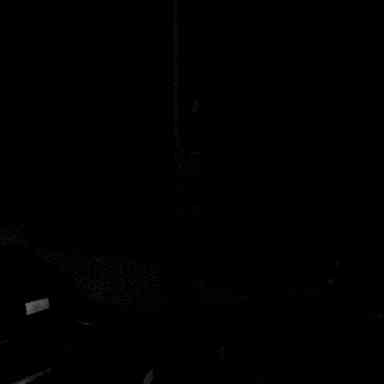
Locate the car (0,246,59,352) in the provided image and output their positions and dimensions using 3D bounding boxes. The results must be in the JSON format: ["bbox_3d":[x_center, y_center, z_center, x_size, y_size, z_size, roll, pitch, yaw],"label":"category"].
[{"bbox_3d":[-3.816,1.631,5.802,4.313,1.339,1.947,-1,0,36],"label":"car"}]

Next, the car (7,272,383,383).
[{"bbox_3d":[0.662,1.554,2.607,4.507,1.381,1.887,-1,0,36],"label":"car"}]
